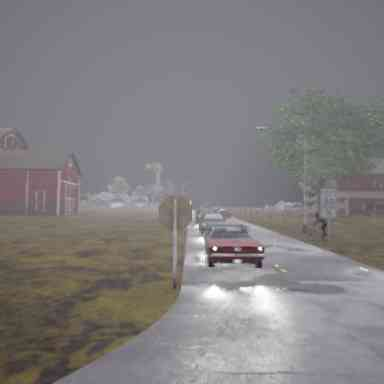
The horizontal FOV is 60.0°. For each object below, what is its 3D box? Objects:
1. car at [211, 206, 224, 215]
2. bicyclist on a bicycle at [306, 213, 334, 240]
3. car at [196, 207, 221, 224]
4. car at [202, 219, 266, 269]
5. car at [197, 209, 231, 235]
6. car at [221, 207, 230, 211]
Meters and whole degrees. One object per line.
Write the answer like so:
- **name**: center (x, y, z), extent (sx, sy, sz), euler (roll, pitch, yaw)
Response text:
- **car**: center (4.376, 3.275, 58.134), extent (1.812, 1.442, 4.674), euler (0, -2, 0)
- **bicyclist on a bicycle**: center (7.479, 2.034, 19.454), extent (1.656, 1.620, 0.582), euler (1, -2, 0)
- **car**: center (1.479, 2.320, 34.029), extent (2.097, 1.767, 4.553), euler (0, -2, 0)
- **car**: center (1.480, 1.944, 12.719), extent (1.895, 1.301, 4.718), euler (0, -2, 1)
- **car**: center (1.489, 2.184, 23.655), extent (1.812, 1.442, 4.674), euler (0, -2, 0)
- **car**: center (4.400, 2.904, 46.811), extent (1.812, 1.442, 4.674), euler (0, -2, 0)
